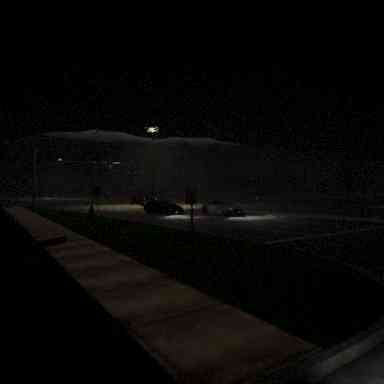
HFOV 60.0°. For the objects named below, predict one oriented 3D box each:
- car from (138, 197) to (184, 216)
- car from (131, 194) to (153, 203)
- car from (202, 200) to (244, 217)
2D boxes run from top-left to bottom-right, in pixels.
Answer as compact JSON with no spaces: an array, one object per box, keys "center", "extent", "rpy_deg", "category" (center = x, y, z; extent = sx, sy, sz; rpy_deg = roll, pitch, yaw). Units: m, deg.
[{"center":[-2.884,1.469,32.484],"extent":[2.033,1.411,5.357],"rpy_deg":[0,0,-35],"category":"car"},{"center":[-6.357,0.913,43.629],"extent":[2.097,1.767,4.553],"rpy_deg":[0,0,-35],"category":"car"},{"center":[2.737,1.430,30.591],"extent":[1.812,1.442,4.674],"rpy_deg":[0,0,-35],"category":"car"}]
